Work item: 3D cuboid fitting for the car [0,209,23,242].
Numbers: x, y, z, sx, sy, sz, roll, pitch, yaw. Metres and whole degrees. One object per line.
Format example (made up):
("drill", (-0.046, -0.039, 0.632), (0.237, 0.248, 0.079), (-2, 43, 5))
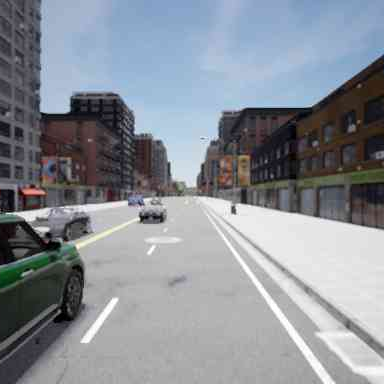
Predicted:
("car", (-9.842, 1.598, 15.197), (1.812, 1.442, 4.674), (0, 0, 0))

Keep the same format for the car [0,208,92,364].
("car", (-3.146, 1.241, 4.146), (2.150, 2.045, 5.566), (0, 0, 0))

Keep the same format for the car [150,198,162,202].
("car", (-6.505, 1.811, 60.060), (2.128, 1.511, 4.902), (0, 0, 1))

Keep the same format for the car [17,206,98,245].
("car", (-6.591, 1.573, 16.991), (2.128, 1.511, 4.902), (0, 0, 0))

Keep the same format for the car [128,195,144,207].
("car", (-9.762, 1.531, 58.330), (2.150, 2.045, 5.566), (0, 0, 1))

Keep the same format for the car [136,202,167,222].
("car", (-3.136, 1.738, 27.629), (1.895, 1.301, 4.718), (0, 0, 0))

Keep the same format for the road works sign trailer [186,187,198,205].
("road works sign trailer", (0.032, 0.821, 66.320), (2.380, 3.560, 2.880), (0, 0, 0))
